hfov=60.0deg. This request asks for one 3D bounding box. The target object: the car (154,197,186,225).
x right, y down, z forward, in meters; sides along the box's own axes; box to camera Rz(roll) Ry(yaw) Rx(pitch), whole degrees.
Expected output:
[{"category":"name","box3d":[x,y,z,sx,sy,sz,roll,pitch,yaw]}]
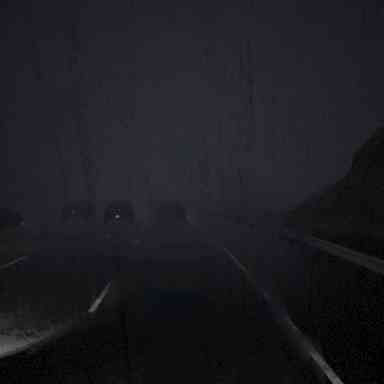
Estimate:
[{"category":"car","box3d":[-1.541,1.363,23.302,1.882,1.535,5.008,0,1,-7]}]

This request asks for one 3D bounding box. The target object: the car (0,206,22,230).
[{"category":"car","box3d":[-11.656,1.479,19.538,1.994,1.385,4.181,0,0,-6]}]

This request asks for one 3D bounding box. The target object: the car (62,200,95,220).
[{"category":"car","box3d":[-9.096,1.353,26.941,1.882,1.535,5.008,0,0,-8]}]

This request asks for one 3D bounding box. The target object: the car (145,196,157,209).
[{"category":"car","box3d":[-4.697,1.276,41.367,1.882,1.535,5.008,0,1,-12]}]

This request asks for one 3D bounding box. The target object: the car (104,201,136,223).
[{"category":"car","box3d":[-5.156,1.377,24.037,2.128,1.511,4.902,0,0,-7]}]
